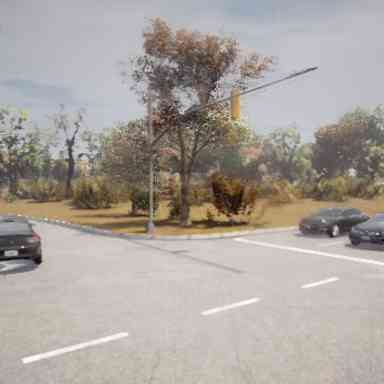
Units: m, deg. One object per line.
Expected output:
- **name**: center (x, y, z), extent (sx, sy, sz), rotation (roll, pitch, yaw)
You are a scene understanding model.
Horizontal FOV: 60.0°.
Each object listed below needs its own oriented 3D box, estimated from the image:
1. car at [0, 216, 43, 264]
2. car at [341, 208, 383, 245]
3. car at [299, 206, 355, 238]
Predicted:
- **car**: center (-6.249, 1.529, 11.129), extent (1.812, 1.442, 4.674), rotation (1, 0, -33)
- **car**: center (8.780, 1.566, 14.554), extent (4.674, 1.442, 1.812), rotation (0, 0, -36)
- **car**: center (7.863, 1.548, 18.197), extent (4.892, 1.490, 1.837), rotation (0, 0, -35)
